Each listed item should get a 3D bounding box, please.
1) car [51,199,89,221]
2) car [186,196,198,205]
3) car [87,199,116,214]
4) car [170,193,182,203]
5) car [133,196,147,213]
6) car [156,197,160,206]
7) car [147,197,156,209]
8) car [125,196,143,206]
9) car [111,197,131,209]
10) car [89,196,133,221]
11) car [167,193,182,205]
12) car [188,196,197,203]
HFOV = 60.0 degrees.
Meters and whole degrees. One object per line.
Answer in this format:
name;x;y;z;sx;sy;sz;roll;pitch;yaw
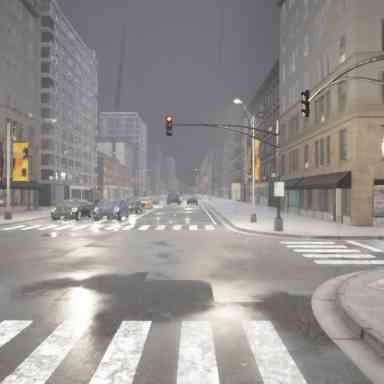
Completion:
car;-9.815;1.355;27.447;2.097;1.767;4.553;0;0;0
car;0.051;1.502;57.920;1.837;1.490;4.892;0;0;0
car;-9.805;1.508;36.419;1.837;1.490;4.892;0;0;0
car;-3.190;1.216;68.372;2.150;2.045;5.566;0;0;0
car;-6.551;1.494;36.282;2.128;1.511;4.902;0;0;0
car;-6.517;1.524;55.638;1.812;1.442;4.674;0;0;1
car;-6.540;1.479;45.786;1.882;1.535;5.008;0;0;0
car;-9.760;1.489;56.663;2.128;1.511;4.902;0;0;1
car;-9.792;1.527;46.365;1.812;1.442;4.674;0;0;0
car;-6.565;1.355;27.443;2.097;1.767;4.553;0;0;0
car;-3.199;1.219;57.953;2.150;2.045;5.566;0;0;0
car;0.060;1.520;68.339;1.812;1.442;4.674;0;0;0
